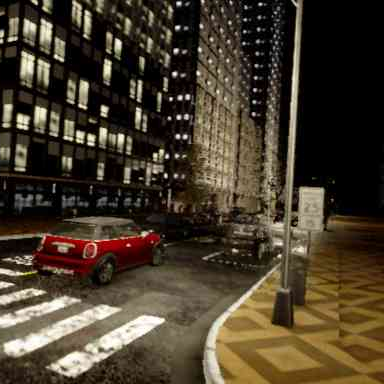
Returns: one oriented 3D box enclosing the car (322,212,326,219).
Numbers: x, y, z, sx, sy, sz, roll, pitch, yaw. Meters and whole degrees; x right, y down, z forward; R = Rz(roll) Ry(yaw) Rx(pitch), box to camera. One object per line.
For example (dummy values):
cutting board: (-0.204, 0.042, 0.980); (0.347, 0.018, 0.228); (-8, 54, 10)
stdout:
car: (29.659, 5.412, 77.406); (1.947, 1.339, 4.313); (2, -2, 24)

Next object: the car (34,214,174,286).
car: (-2.587, 1.588, 10.543); (2.097, 1.767, 4.553); (4, -1, 20)

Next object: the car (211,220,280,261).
car: (2.631, 2.237, 15.405); (2.008, 1.369, 4.403); (2, -2, 24)

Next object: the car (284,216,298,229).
car: (11.560, 3.304, 36.105); (1.947, 1.339, 4.313); (2, -2, 24)

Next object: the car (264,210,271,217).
car: (15.213, 4.220, 65.295); (1.802, 1.307, 4.206); (3, -2, 24)

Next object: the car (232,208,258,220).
car: (6.558, 3.006, 38.999); (1.812, 1.442, 4.674); (3, -2, 24)

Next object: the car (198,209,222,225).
car: (1.650, 2.497, 34.331); (1.967, 1.590, 4.097); (3, -2, 24)

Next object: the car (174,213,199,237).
car: (-1.772, 2.056, 20.067); (2.033, 1.411, 5.357); (3, -1, 24)

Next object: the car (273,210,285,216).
car: (19.736, 4.731, 75.619); (1.947, 1.339, 4.313); (3, -2, 24)

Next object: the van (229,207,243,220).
van: (6.178, 2.926, 44.657); (1.690, 1.788, 3.998); (3, -2, 24)

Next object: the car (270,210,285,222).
car: (11.927, 3.435, 43.492); (1.837, 1.490, 4.892); (3, -2, 25)
